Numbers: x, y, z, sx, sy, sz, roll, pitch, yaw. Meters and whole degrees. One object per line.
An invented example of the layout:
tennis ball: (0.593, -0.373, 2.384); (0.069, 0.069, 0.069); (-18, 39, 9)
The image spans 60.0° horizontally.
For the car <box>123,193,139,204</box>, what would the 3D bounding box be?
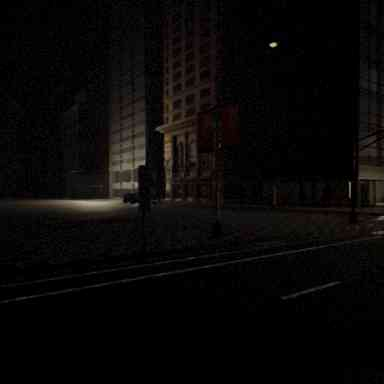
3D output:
car: (-10.508, 1.195, 59.744); (2.150, 2.045, 5.566); (0, 0, -35)

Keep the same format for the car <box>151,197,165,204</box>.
car: (-6.818, 1.553, 59.787); (1.895, 1.301, 4.718); (0, 0, -35)

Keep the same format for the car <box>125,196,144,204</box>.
car: (-11.465, 1.577, 66.286); (1.895, 1.301, 4.718); (0, 0, -35)
